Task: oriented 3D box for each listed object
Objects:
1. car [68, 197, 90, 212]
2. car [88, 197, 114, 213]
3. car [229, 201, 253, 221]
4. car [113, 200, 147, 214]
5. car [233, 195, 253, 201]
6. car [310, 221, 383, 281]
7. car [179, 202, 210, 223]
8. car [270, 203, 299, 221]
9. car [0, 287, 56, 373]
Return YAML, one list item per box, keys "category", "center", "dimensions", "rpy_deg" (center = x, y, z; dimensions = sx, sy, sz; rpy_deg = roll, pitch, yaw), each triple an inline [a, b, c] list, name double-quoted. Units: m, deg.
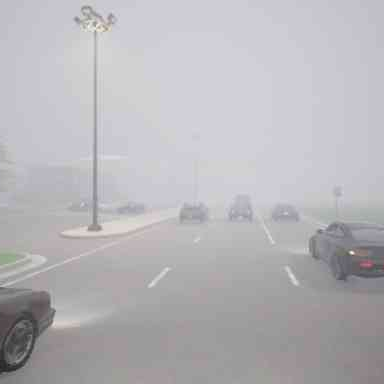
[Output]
- category: "car"
  center: [-12.880, 1.426, 39.712]
  dimensions: [2.097, 1.767, 4.553]
  rpy_deg: [0, 0, 10]
- category: "car"
  center: [-9.634, 1.600, 37.869]
  dimensions: [1.812, 1.442, 4.674]
  rpy_deg: [0, 0, 9]
- category: "car"
  center: [4.117, 1.669, 27.937]
  dimensions: [1.895, 1.301, 4.718]
  rpy_deg: [0, 0, 9]
- category: "car"
  center: [-6.421, 1.674, 35.912]
  dimensions: [1.895, 1.301, 4.718]
  rpy_deg: [0, 0, 9]
- category: "car"
  center: [6.339, 1.325, 41.425]
  dimensions: [2.150, 2.045, 5.566]
  rpy_deg: [0, 0, 9]
- category: "car"
  center: [4.762, 1.553, 9.656]
  dimensions: [1.812, 1.442, 4.674]
  rpy_deg: [0, 0, 8]
- category: "car"
  center: [0.254, 1.550, 25.987]
  dimensions: [2.128, 1.511, 4.902]
  rpy_deg: [0, 0, 9]
- category: "car"
  center: [7.624, 1.635, 27.674]
  dimensions: [1.994, 1.385, 4.181]
  rpy_deg: [0, 0, 9]
- category: "car"
  center: [-3.234, 1.549, 2.676]
  dimensions: [2.033, 1.411, 5.357]
  rpy_deg: [0, 0, 6]
